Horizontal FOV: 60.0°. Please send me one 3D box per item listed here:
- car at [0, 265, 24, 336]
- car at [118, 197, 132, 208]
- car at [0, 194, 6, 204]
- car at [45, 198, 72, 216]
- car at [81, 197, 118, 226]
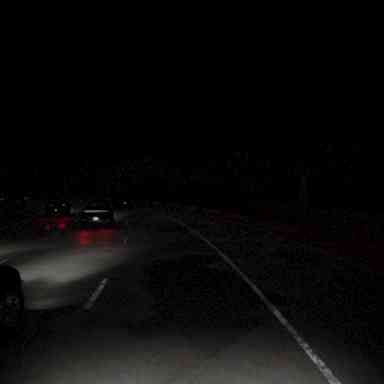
[{"bbox_3d":[-3.672,1.469,3.659,2.128,1.511,4.902,0,1,-2],"label":"car"},{"bbox_3d":[-8.655,1.244,40.799,1.994,1.385,4.181,0,1,-22],"label":"car"},{"bbox_3d":[-28.337,1.017,48.234,2.097,1.767,4.553,0,1,-32],"label":"car"},{"bbox_3d":[-11.930,1.271,29.734,2.128,1.511,4.902,0,0,-17],"label":"car"},{"bbox_3d":[-6.129,1.324,21.752,2.128,1.511,4.902,0,0,-12],"label":"car"}]
